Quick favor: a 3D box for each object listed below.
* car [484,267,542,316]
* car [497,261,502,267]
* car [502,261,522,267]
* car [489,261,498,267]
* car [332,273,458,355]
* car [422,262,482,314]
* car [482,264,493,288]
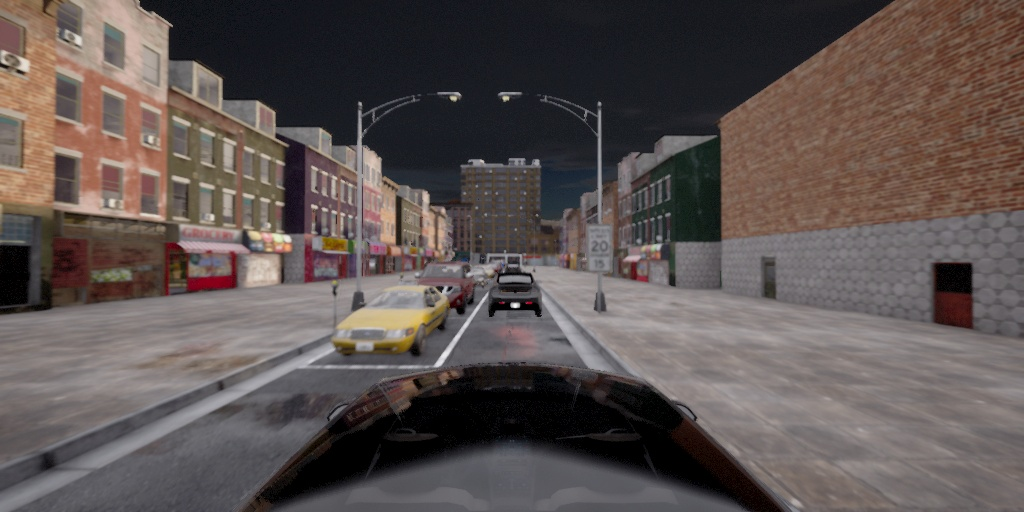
[{"bbox_3d":[0.106,1.344,13.875,1.837,1.490,4.892,0,0,0],"label":"car"},{"bbox_3d":[-2.614,1.683,47.095,1.888,1.381,4.507,0,0,0],"label":"car"},{"bbox_3d":[0.120,1.563,41.198,1.882,1.535,5.008,0,0,0],"label":"car"},{"bbox_3d":[-2.620,1.561,36.036,1.751,1.417,4.829,0,0,0],"label":"car"},{"bbox_3d":[-2.635,1.321,8.819,1.751,1.417,4.829,0,0,0],"label":"car"},{"bbox_3d":[-2.632,1.156,14.432,2.192,1.841,5.009,0,0,0],"label":"car"},{"bbox_3d":[-2.626,1.487,25.319,2.007,1.370,4.403,0,0,0],"label":"car"}]
